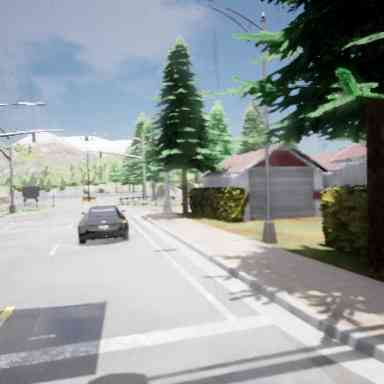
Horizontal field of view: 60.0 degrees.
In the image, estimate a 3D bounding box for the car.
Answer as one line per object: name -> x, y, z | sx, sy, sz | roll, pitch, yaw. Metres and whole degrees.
car -> -3.838, 1.264, 14.537 | 1.994, 1.385, 4.181 | -3, 2, -14
